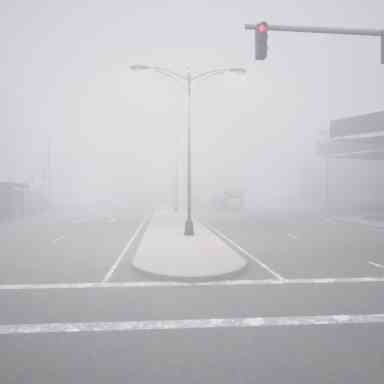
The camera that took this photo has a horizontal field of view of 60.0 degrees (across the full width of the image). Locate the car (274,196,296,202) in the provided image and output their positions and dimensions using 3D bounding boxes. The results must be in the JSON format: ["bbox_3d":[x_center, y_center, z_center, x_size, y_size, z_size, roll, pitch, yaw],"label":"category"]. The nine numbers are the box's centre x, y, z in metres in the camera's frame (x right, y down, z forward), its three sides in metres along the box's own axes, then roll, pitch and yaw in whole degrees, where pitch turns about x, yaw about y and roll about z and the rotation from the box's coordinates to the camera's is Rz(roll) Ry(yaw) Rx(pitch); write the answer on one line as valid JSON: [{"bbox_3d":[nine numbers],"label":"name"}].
[{"bbox_3d":[20.859,1.524,74.711,4.674,1.442,1.812,0,0,-5],"label":"car"}]

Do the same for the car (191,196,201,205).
[{"bbox_3d":[0.510,1.477,57.022,1.882,1.535,5.008,0,0,2],"label":"car"}]

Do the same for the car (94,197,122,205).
[{"bbox_3d":[-14.415,1.526,57.231,4.674,1.442,1.812,0,-1,8],"label":"car"}]

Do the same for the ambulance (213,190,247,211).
[{"bbox_3d":[4.684,1.031,41.847,2.351,2.431,6.366,0,0,-5],"label":"ambulance"}]

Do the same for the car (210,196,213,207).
[{"bbox_3d":[4.103,1.221,49.523,2.150,2.045,5.566,0,0,-5],"label":"car"}]

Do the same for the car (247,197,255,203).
[{"bbox_3d":[10.463,1.540,70.333,5.357,1.411,2.033,0,0,-5],"label":"car"}]
